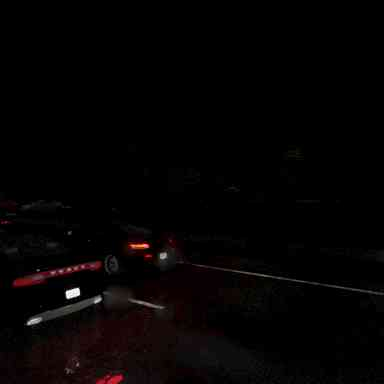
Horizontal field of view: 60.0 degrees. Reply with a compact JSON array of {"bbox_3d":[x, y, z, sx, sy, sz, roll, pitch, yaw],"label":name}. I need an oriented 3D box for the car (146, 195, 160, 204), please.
[{"bbox_3d":[-8.155,1.351,63.758,2.097,1.767,4.553,0,0,37],"label":"car"}]

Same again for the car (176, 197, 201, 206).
[{"bbox_3d":[-0.508,1.547,56.469,2.033,1.411,5.357,0,0,36],"label":"car"}]

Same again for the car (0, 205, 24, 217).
[{"bbox_3d":[-10.112,1.505,15.485,4.892,1.490,1.837,0,0,36],"label":"car"}]

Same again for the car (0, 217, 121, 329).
[{"bbox_3d":[-3.930,1.478,6.786,5.008,1.535,1.882,0,0,35],"label":"car"}]

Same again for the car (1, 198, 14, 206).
[{"bbox_3d":[-24.547,1.477,41.380,1.882,1.535,5.008,0,0,36],"label":"car"}]

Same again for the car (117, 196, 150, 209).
[{"bbox_3d":[-8.260,1.563,45.872,1.994,1.385,4.181,0,0,36],"label":"car"}]

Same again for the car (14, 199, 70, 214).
[{"bbox_3d":[-15.903,1.526,35.394,1.812,1.442,4.674,0,0,36],"label":"car"}]

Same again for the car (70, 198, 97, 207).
[{"bbox_3d":[-16.917,1.564,51.817,1.994,1.385,4.181,0,0,36],"label":"car"}]

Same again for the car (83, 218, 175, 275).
[{"bbox_3d":[-2.637,1.526,10.155,4.674,1.442,1.812,0,0,35],"label":"car"}]
